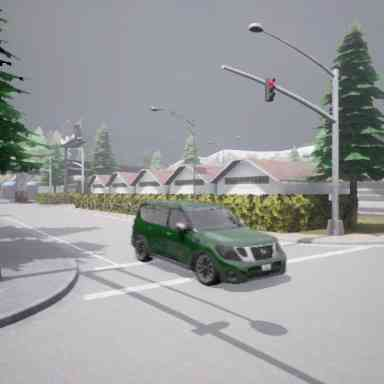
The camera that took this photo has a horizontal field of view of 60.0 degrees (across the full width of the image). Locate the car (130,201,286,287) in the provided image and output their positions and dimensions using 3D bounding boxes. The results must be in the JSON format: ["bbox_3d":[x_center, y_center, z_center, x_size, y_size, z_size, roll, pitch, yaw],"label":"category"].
[{"bbox_3d":[0.110,1.350,9.984,2.150,2.045,5.566,0,1,-36],"label":"car"}]
